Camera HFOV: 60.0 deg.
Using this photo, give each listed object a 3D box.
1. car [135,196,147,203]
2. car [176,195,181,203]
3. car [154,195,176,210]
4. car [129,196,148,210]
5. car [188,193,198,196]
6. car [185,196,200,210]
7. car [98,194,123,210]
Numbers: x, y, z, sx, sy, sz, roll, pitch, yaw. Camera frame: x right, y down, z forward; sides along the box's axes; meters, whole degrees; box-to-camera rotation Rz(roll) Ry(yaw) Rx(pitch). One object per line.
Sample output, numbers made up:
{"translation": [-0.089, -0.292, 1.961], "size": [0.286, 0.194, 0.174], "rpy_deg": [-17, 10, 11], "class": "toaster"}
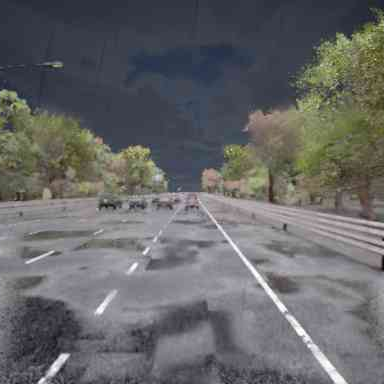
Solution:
{"translation": [-10.450, 1.560, 68.641], "size": [1.812, 1.442, 4.674], "rpy_deg": [0, 0, 0], "class": "car"}
{"translation": [-3.445, 1.389, 69.184], "size": [2.097, 1.767, 4.553], "rpy_deg": [0, 0, 0], "class": "car"}
{"translation": [-3.471, 1.496, 43.924], "size": [1.882, 1.535, 5.008], "rpy_deg": [0, 0, 0], "class": "car"}
{"translation": [-6.973, 1.526, 43.657], "size": [1.837, 1.490, 4.892], "rpy_deg": [0, 0, 0], "class": "car"}
{"translation": [0.054, 1.258, 69.371], "size": [2.150, 2.045, 5.566], "rpy_deg": [0, 0, 0], "class": "car"}
{"translation": [0.022, 1.566, 43.185], "size": [2.033, 1.411, 5.357], "rpy_deg": [0, 0, 0], "class": "car"}
{"translation": [-10.479, 1.241, 43.039], "size": [2.150, 2.045, 5.566], "rpy_deg": [0, 0, 0], "class": "car"}
